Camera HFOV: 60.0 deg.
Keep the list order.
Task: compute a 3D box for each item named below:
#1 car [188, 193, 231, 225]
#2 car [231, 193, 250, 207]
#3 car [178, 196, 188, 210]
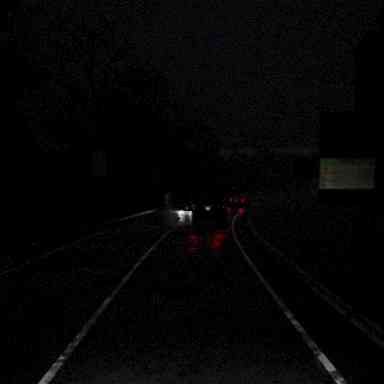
[{"bbox_3d":[1.351,1.094,23.285,2.150,2.045,5.566,1,1,8],"label":"car"},{"bbox_3d":[6.173,0.924,41.975,1.801,1.575,5.366,2,2,20],"label":"car"},{"bbox_3d":[0.148,1.122,35.547,2.033,1.411,5.357,1,2,15],"label":"car"}]
